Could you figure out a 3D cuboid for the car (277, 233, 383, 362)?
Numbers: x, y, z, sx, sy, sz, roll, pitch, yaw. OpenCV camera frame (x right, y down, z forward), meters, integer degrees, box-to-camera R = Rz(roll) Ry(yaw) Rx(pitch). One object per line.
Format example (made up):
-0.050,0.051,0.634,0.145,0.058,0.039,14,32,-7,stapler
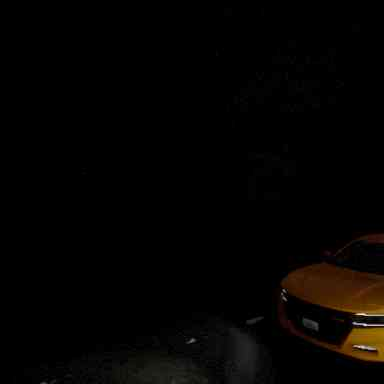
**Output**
3.647,1.508,5.866,5.008,1.535,1.882,0,0,-34,car
